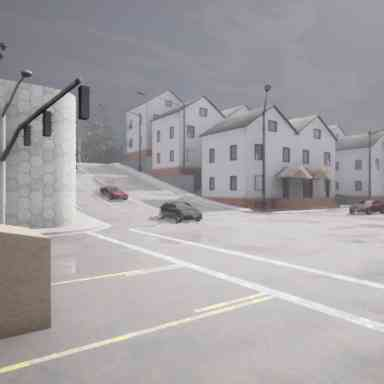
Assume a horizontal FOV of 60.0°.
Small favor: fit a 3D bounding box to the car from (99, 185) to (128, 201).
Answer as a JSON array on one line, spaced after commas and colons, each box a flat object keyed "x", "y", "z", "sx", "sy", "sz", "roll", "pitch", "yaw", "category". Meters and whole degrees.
[{"x": -8.902, "y": 0.053, "z": 37.762, "sx": 1.895, "sy": 1.301, "sz": 4.718, "roll": 0, "pitch": 11, "yaw": -35, "category": "car"}]

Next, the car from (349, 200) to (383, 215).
[{"x": 17.887, "y": 1.514, "z": 33.751, "sx": 4.674, "sy": 1.442, "sz": 1.812, "roll": 0, "pitch": 0, "yaw": -35, "category": "car"}]

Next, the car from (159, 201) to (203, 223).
[{"x": -0.962, "y": 1.500, "z": 25.765, "sx": 1.837, "sy": 1.490, "sz": 4.892, "roll": 1, "pitch": 1, "yaw": -30, "category": "car"}]

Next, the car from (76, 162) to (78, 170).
[{"x": -19.801, "y": -4.570, "z": 53.735, "sx": 1.837, "sy": 1.490, "sz": 4.892, "roll": 1, "pitch": 12, "yaw": -34, "category": "car"}]
